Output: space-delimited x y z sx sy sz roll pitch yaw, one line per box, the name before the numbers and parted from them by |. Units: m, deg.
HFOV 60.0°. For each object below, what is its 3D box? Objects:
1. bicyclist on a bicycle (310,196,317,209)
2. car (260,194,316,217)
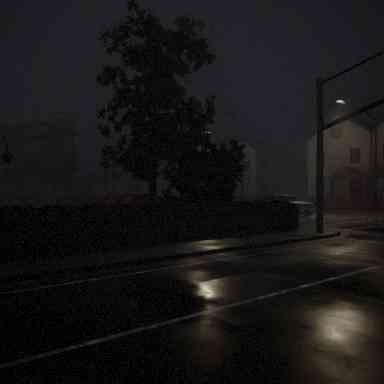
bicyclist on a bicycle | 15.200 1.303 41.376 1.656 1.620 0.582 0 0 -35
car | 8.847 1.221 31.323 2.150 2.045 5.566 0 0 -35
